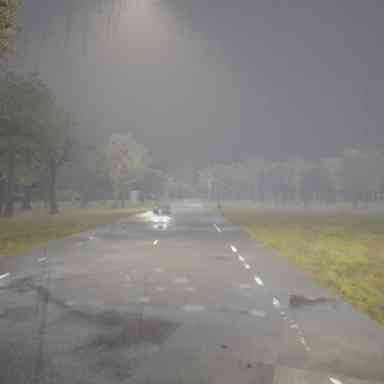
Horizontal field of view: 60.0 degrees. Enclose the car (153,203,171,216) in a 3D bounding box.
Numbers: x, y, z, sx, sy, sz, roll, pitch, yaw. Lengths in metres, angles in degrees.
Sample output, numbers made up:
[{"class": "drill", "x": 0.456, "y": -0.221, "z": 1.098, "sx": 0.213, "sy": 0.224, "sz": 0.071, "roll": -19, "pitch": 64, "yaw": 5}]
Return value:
[{"class": "car", "x": -3.578, "y": 2.038, "z": 40.030, "sx": 2.128, "sy": 1.511, "sz": 4.902, "roll": 0, "pitch": -1, "yaw": 0}]
